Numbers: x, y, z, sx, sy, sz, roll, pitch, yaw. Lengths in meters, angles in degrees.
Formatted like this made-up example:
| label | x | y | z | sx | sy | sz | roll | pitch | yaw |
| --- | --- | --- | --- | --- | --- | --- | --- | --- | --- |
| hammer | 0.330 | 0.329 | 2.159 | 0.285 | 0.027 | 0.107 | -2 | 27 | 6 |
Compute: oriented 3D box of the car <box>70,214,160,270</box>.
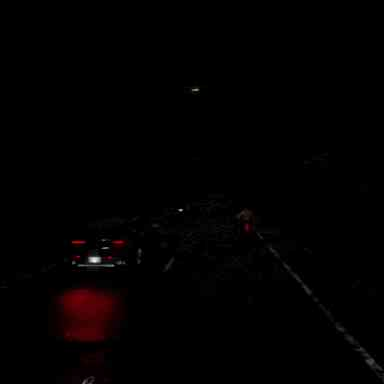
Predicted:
| label | x | y | z | sx | sy | sz | roll | pitch | yaw |
| --- | --- | --- | --- | --- | --- | --- | --- | --- | --- |
| car | -2.295 | 1.479 | 10.952 | 1.837 | 1.490 | 4.892 | 0 | 0 | 5 |

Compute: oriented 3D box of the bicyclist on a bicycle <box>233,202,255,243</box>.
| label | x | y | z | sx | sy | sz | roll | pitch | yaw |
| --- | --- | --- | --- | --- | --- | --- | --- | --- | --- |
| bicyclist on a bicycle | 2.359 | 1.365 | 14.519 | 0.866 | 1.612 | 1.509 | 0 | 0 | 5 |

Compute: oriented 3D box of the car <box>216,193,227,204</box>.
| label | x | y | z | sx | sy | sz | roll | pitch | yaw |
| --- | --- | --- | --- | --- | --- | --- | --- | --- | --- |
| car | 5.155 | 1.311 | 57.999 | 1.994 | 1.385 | 4.181 | 0 | 0 | 5 |

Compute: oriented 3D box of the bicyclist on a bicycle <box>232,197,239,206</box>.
| label | x | y | z | sx | sy | sz | roll | pitch | yaw |
| --- | --- | --- | --- | --- | --- | --- | --- | --- | --- |
| bicyclist on a bicycle | 3.152 | 1.259 | 23.669 | 0.659 | 1.776 | 1.843 | 0 | 0 | 5 |

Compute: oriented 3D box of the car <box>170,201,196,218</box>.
| label | x | y | z | sx | sy | sz | roll | pitch | yaw |
| --- | --- | --- | --- | --- | --- | --- | --- | --- | --- |
| car | -0.760 | 1.458 | 29.278 | 1.994 | 1.385 | 4.181 | 0 | 0 | 5 |
